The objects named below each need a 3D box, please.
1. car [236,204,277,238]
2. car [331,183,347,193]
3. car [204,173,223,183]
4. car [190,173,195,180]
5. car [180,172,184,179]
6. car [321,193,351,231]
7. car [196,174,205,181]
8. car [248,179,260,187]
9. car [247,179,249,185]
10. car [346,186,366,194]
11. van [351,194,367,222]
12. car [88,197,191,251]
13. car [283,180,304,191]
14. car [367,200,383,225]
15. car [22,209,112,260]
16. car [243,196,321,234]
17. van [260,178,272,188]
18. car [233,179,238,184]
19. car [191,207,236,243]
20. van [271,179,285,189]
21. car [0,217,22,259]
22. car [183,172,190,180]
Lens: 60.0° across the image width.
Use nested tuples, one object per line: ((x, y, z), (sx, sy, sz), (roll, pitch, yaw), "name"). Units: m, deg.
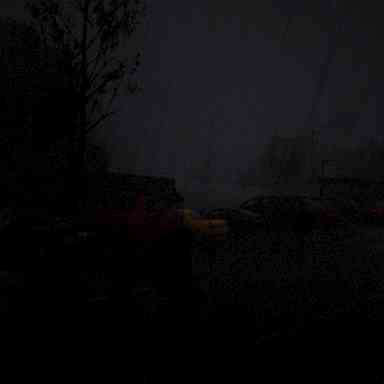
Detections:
((1.774, 1.545, 17.751), (4.674, 1.452, 2.002), (-1, -1, 35), "car")
((24.880, -0.440, 55.588), (2.435, 2.045, 5.566), (7, 3, 35), "car")
((5.939, -3.190, 82.839), (1.946, 1.575, 5.366), (7, 3, 34), "car")
((2.296, -3.864, 87.566), (2.185, 1.767, 4.553), (6, 3, 34), "car")
((-1.204, -4.376, 92.386), (2.435, 2.045, 5.566), (1, -1, 34), "car")
((6.717, 1.262, 21.211), (5.566, 2.045, 2.435), (-1, -1, 35), "car")
((4.089, -3.713, 85.100), (2.435, 2.045, 5.566), (7, 3, 34), "car")
((14.613, -1.826, 70.543), (1.946, 1.575, 5.366), (7, 3, 35), "car")
((12.782, -2.057, 72.864), (2.002, 1.452, 4.674), (7, 4, 35), "car")
((26.569, 0.122, 53.115), (2.002, 1.452, 4.674), (7, 3, 35), "car")
((9.256, 1.291, 22.880), (4.442, 1.987, 1.878), (-1, -1, 35), "van")
((-3.154, 1.246, 14.298), (5.566, 2.045, 2.435), (-1, -1, 35), "car")
((19.672, -1.006, 62.976), (2.231, 1.521, 4.892), (7, 3, 35), "car")
((11.666, 1.397, 24.629), (4.553, 1.767, 2.185), (-1, -1, 35), "car")
((-5.599, 1.523, 12.554), (4.792, 1.488, 2.163), (-1, -1, 35), "car")
((4.202, 1.258, 19.507), (5.566, 2.045, 2.435), (-1, -1, 35), "car")
((16.186, -1.778, 67.811), (1.878, 1.987, 4.442), (7, 4, 35), "van")
((11.041, -2.331, 75.327), (2.002, 1.452, 4.674), (7, 3, 35), "car")
((-0.833, 1.500, 16.124), (5.366, 1.575, 1.946), (-1, -1, 35), "car")
((17.914, -1.505, 65.339), (1.878, 1.987, 4.442), (7, 4, 35), "van")
((-8.020, 1.493, 10.809), (4.892, 1.521, 2.231), (-1, -1, 35), "car")
((0.567, -4.099, 90.037), (2.185, 1.767, 4.553), (4, 1, 33), "car")
